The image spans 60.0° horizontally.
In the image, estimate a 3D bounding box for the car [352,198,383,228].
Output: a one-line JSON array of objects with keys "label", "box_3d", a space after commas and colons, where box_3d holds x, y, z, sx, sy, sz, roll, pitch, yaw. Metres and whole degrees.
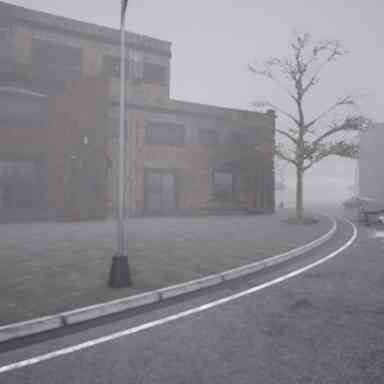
[{"label": "car", "box_3d": [11.794, 1.380, 21.120, 2.128, 1.511, 4.902, 0, 0, 20]}]

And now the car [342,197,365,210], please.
[{"label": "car", "box_3d": [18.071, 1.323, 36.225, 1.837, 1.490, 4.892, 1, 0, 0]}]
